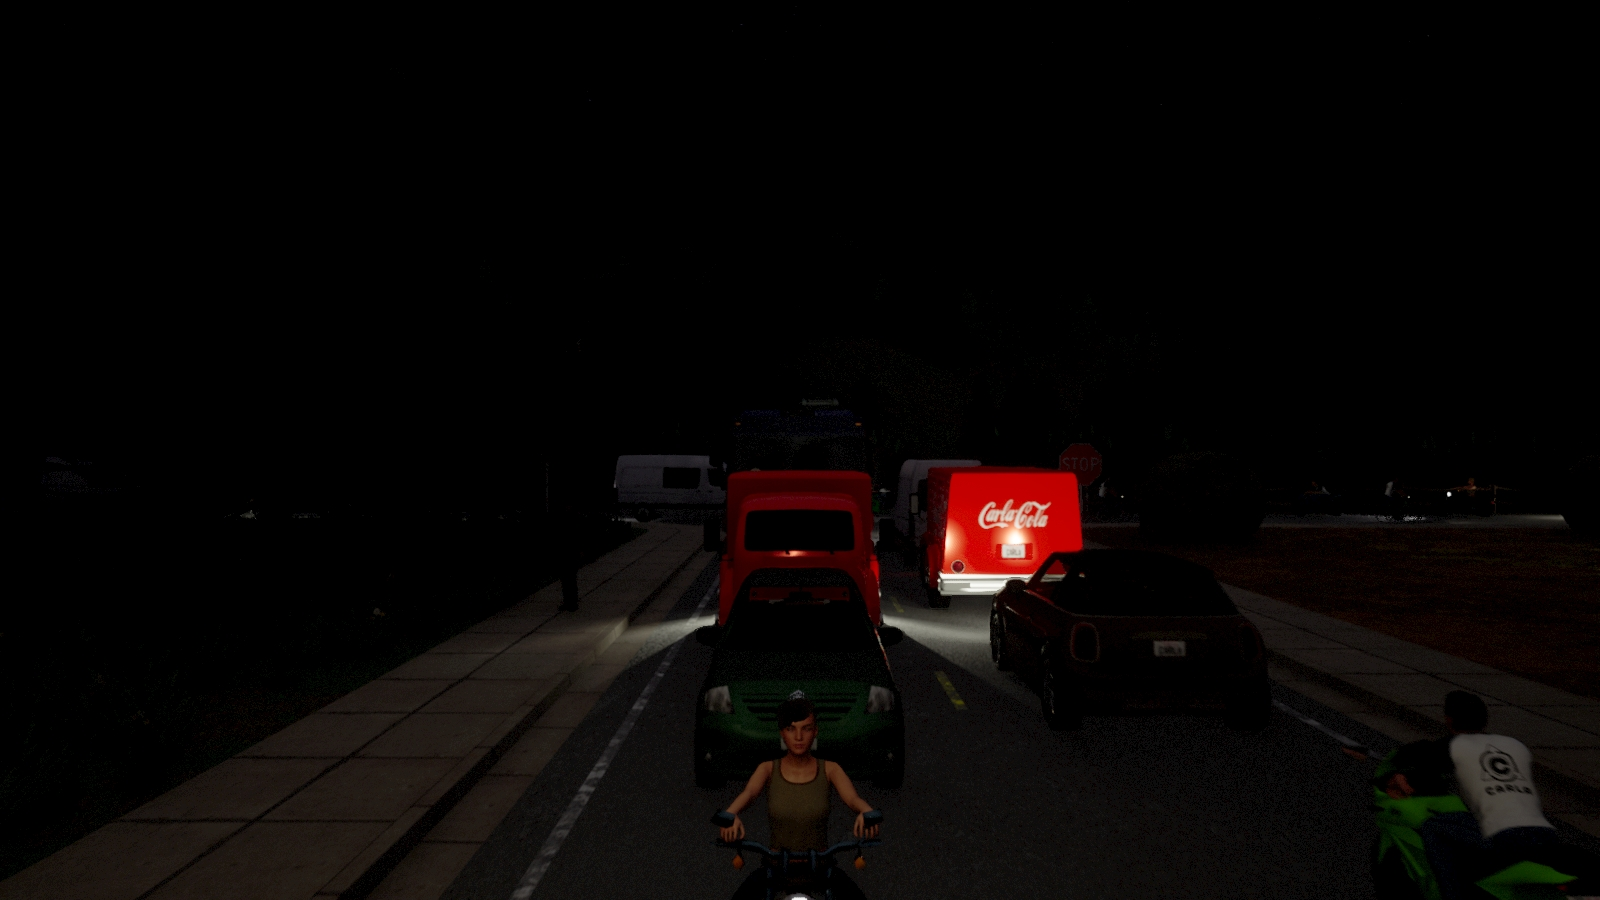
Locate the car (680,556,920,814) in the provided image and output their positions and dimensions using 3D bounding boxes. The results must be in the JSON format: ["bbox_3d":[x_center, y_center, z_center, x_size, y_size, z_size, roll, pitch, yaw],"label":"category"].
[{"bbox_3d":[-0.003,1.990,10.788,1.851,1.617,3.988,0,0,0],"label":"car"}]

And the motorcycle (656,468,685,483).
[{"bbox_3d":[-10.695,2.102,94.448,2.209,1.251,0.867,0,0,7],"label":"motorcycle"}]

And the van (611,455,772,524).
[{"bbox_3d":[-4.118,1.471,43.950,5.915,2.561,1.988,0,0,3],"label":"van"}]

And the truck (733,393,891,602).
[{"bbox_3d":[0.195,0.871,25.156,2.891,3.827,8.468,0,0,0],"label":"truck"}]

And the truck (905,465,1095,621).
[{"bbox_3d":[3.495,1.550,21.200,2.627,2.467,5.204,0,0,0],"label":"truck"}]

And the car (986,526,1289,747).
[{"bbox_3d":[3.528,1.895,12.965,2.097,1.767,4.553,0,0,0],"label":"car"}]

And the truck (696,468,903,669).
[{"bbox_3d":[-0.014,1.554,17.127,2.627,2.467,5.204,0,0,0],"label":"truck"}]

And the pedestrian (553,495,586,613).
[{"bbox_3d":[-3.752,1.679,18.595,0.375,1.860,0.375,0,0,28],"label":"pedestrian"}]

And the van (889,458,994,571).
[{"bbox_3d":[3.504,1.512,29.396,1.988,2.561,5.915,0,0,0],"label":"van"}]

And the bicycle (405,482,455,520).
[{"bbox_3d":[-14.397,1.992,44.439,1.835,1.471,0.329,0,0,3],"label":"bicycle"}]
